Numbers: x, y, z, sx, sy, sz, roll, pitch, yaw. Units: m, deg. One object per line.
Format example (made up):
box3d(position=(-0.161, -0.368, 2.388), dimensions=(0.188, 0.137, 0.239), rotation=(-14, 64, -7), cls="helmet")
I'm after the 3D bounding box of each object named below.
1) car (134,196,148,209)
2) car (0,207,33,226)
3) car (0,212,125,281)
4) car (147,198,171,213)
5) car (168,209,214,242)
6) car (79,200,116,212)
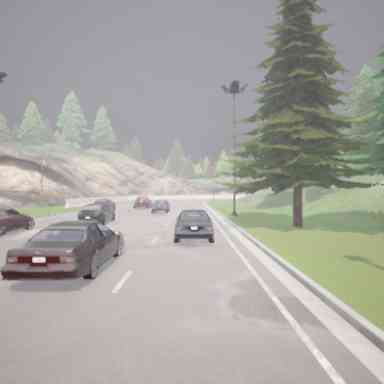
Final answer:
box3d(position=(-6.940, 1.413, 47.724), dimensions=(2.097, 1.767, 4.553), rotation=(0, 0, 0), cls="car")
box3d(position=(-10.414, 1.547, 18.063), dimensions=(1.812, 1.442, 4.674), rotation=(0, 0, 0), cls="car")
box3d(position=(-3.408, 1.560, 9.911), dimensions=(2.033, 1.411, 5.357), rotation=(0, 0, 0), cls="car")
box3d(position=(-3.432, 1.596, 37.692), dimensions=(2.033, 1.411, 5.357), rotation=(0, 0, 0), cls="car")
box3d(position=(0.086, 1.569, 16.448), dimensions=(2.033, 1.411, 5.357), rotation=(0, 0, 0), cls="car")
box3d(position=(-6.919, 1.556, 24.340), dimensions=(1.812, 1.442, 4.674), rotation=(0, 0, 0), cls="car")
